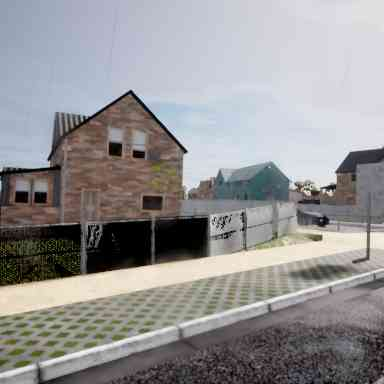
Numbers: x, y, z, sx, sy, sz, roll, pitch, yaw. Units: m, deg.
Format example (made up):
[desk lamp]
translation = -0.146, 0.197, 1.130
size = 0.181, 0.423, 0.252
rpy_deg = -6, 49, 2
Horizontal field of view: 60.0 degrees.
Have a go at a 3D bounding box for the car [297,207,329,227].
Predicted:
[car]
translation = 7.571, 1.722, 23.602
size = 1.994, 1.385, 4.181
rpy_deg = 3, -2, -28
